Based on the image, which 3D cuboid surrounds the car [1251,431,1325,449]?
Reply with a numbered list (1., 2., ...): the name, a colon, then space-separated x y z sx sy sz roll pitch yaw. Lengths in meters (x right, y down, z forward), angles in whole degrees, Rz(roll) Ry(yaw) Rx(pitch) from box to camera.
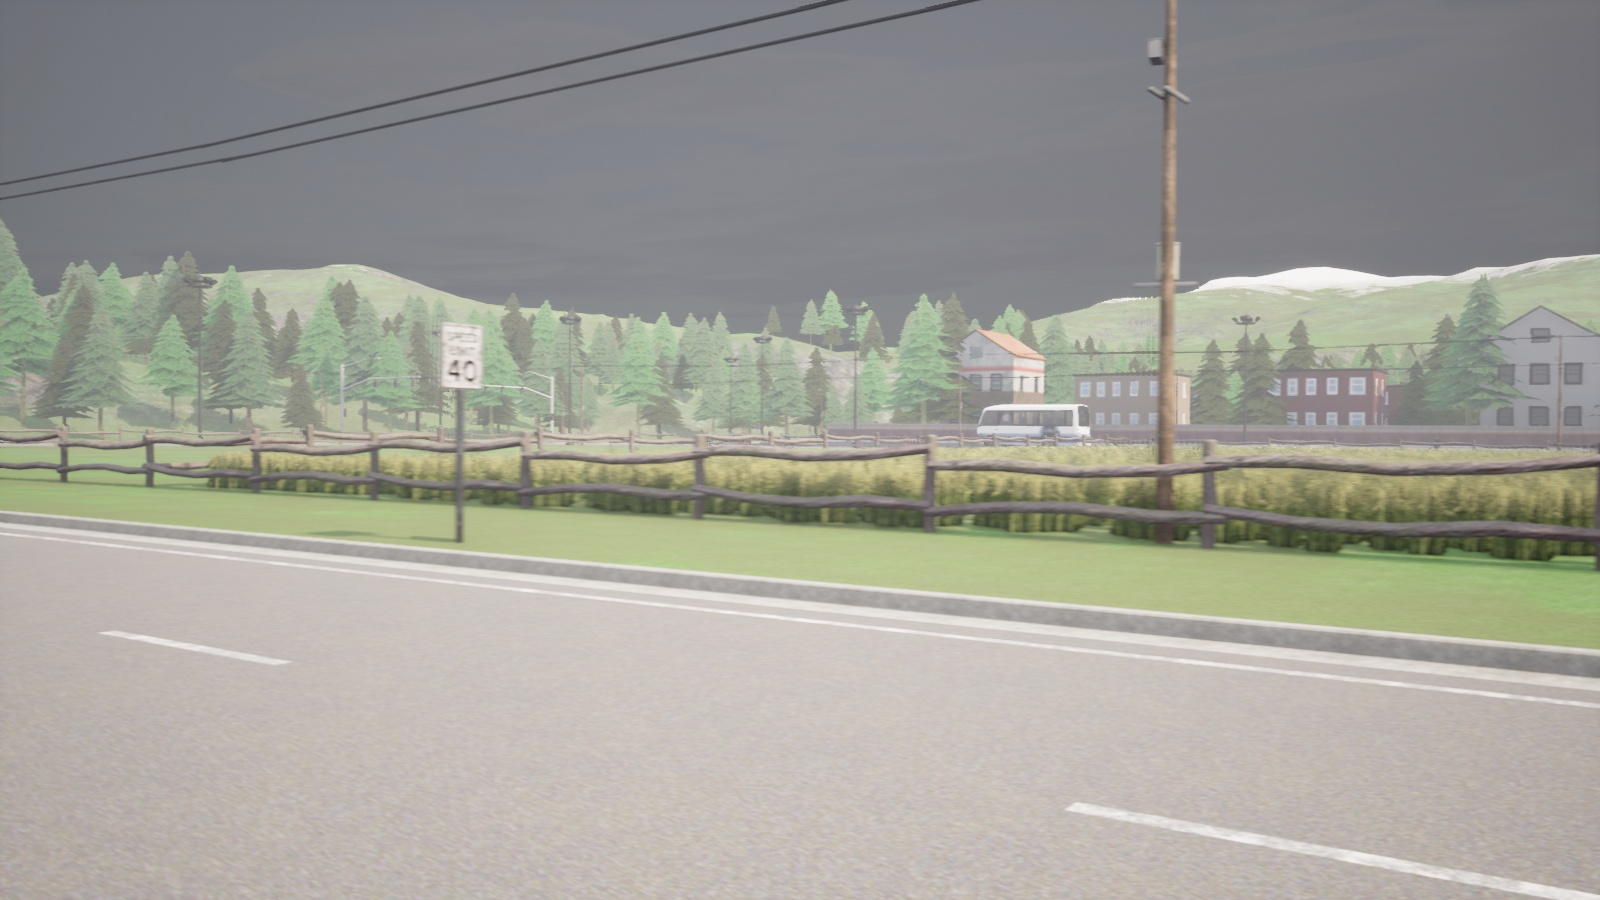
1. car: 35.666 -0.743 91.762 4.718 1.301 1.895 0 1 34
